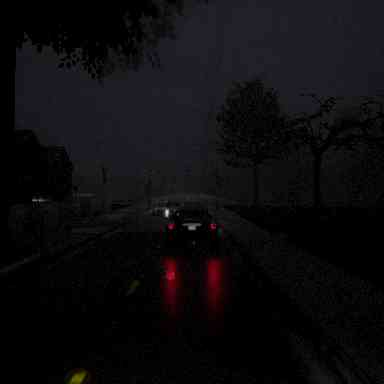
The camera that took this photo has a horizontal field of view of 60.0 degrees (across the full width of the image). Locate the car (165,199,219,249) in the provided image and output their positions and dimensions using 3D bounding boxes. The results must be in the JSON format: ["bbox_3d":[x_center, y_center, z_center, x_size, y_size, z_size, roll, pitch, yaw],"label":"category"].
[{"bbox_3d":[0.000,1.365,14.622,2.097,1.767,4.553,0,0,0],"label":"car"}]

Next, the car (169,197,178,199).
[{"bbox_3d":[-2.750,1.532,48.657,1.812,1.442,4.674,0,0,0],"label":"car"}]

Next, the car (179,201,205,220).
[{"bbox_3d":[0.000,1.556,29.654,2.033,1.411,5.357,0,0,0],"label":"car"}]
